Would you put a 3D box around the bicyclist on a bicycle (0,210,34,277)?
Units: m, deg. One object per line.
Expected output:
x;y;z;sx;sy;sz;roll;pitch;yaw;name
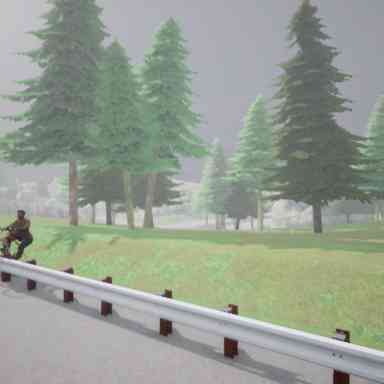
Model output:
-4.591;1.266;8.615;0.582;1.620;1.656;-1;-33;12;bicyclist on a bicycle
